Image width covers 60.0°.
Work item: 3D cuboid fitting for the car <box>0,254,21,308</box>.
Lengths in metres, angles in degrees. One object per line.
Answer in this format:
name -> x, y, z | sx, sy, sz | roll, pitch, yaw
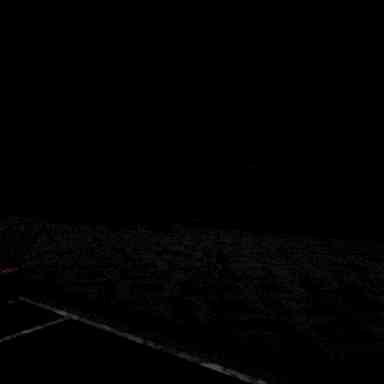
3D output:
car -> -5.211, 1.545, 6.654 | 4.507, 1.381, 1.887 | 0, 0, 35
